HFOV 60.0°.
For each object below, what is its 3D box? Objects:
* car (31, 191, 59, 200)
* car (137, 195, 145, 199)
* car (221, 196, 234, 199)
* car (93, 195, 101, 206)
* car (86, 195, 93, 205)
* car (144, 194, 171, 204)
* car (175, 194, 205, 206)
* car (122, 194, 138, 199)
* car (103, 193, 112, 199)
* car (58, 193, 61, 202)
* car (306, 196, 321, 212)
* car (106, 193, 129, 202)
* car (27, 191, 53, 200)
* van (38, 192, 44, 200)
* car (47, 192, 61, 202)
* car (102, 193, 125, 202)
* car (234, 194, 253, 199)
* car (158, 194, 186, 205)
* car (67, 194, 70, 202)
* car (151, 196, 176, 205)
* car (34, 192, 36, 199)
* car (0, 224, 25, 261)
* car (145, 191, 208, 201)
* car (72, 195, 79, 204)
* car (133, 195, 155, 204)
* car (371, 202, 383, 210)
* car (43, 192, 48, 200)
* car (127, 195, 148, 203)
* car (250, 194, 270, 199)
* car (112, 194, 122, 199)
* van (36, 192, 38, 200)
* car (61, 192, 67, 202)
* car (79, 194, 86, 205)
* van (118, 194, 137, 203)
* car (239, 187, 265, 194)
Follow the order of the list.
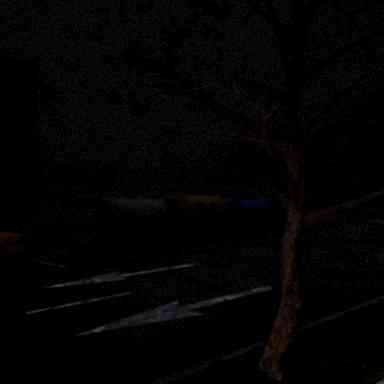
[{"bbox_3d":[-34.994,0.934,79.275,2.435,2.045,5.566,0,-1,35],"label":"car"},{"bbox_3d":[-2.953,1.215,33.062,2.002,1.452,4.674,1,-1,35],"label":"car"},{"bbox_3d":[6.597,1.599,49.065,2.185,1.767,4.553,1,-2,35],"label":"car"},{"bbox_3d":[-9.698,1.179,42.779,2.231,1.521,4.892,0,-1,35],"label":"car"},{"bbox_3d":[-11.399,1.208,45.189,2.163,1.488,4.792,1,-1,35],"label":"car"},{"bbox_3d":[-7.184,1.480,68.930,2.435,2.045,5.566,1,-2,35],"label":"car"},{"bbox_3d":[-0.287,1.477,58.999,2.435,2.045,5.566,1,-2,35],"label":"car"},{"bbox_3d":[-4.643,1.177,35.490,2.231,1.521,4.892,0,-1,35],"label":"car"},{"bbox_3d":[-7.913,1.177,40.509,1.946,1.575,5.366,0,-1,35],"label":"car"},{"bbox_3d":[-19.813,1.213,57.396,2.163,1.488,4.792,0,-1,35],"label":"car"},{"bbox_3d":[13.490,1.470,39.141,2.435,2.045,5.566,1,-2,35],"label":"car"},{"bbox_3d":[-19.269,1.480,86.256,2.435,2.045,5.566,1,-2,35],"label":"car"},{"bbox_3d":[-38.386,0.933,84.083,2.435,2.045,5.566,1,-1,35],"label":"car"},{"bbox_3d":[-30.008,0.958,71.858,1.878,1.987,4.442,1,-1,35],"label":"van"},{"bbox_3d":[-24.902,1.059,64.638,2.185,1.767,4.553,0,-1,35],"label":"car"},{"bbox_3d":[-20.980,1.482,88.794,2.435,2.045,5.566,1,-2,35],"label":"car"},{"bbox_3d":[8.328,1.599,46.582,2.185,1.767,4.553,1,-2,35],"label":"car"},{"bbox_3d":[-3.775,1.476,63.916,2.435,2.045,5.566,1,-2,35],"label":"car"},{"bbox_3d":[-16.451,1.181,52.511,2.097,1.535,5.008,1,-1,35],"label":"car"},{"bbox_3d":[-5.590,1.718,66.263,1.946,1.575,5.366,1,-2,35],"label":"car"},{"bbox_3d":[-33.307,0.934,76.843,2.435,2.045,5.566,0,-1,35],"label":"car"},{"bbox_3d":[-7.526,1.448,10.751,5.366,1.575,1.946,-1,0,35],"label":"car"},{"bbox_3d":[-1.270,0.922,30.608,2.435,2.045,5.566,1,-1,35],"label":"car"},{"bbox_3d":[-14.861,1.174,49.922,1.946,1.575,5.366,1,-1,35],"label":"car"},{"bbox_3d":[-10.671,1.604,73.845,2.185,1.767,4.553,1,-2,35],"label":"car"},{"bbox_3d":[22.935,1.579,37.492,1.895,1.301,4.718,2,2,-35],"label":"car"},{"bbox_3d":[-26.576,1.186,67.098,2.231,1.521,4.892,1,-1,35],"label":"car"},{"bbox_3d":[-12.405,1.605,76.328,2.185,1.767,4.553,1,-2,35],"label":"car"},{"bbox_3d":[10.011,1.595,44.052,2.185,1.767,4.553,1,-2,35],"label":"car"},{"bbox_3d":[-6.344,1.050,37.901,2.185,1.767,4.553,0,-1,35],"label":"car"},{"bbox_3d":[-31.695,0.958,74.289,1.878,1.987,4.442,1,-1,35],"label":"van"},{"bbox_3d":[-18.234,1.176,54.784,1.946,1.575,5.366,1,-1,35],"label":"car"},{"bbox_3d":[-13.067,1.180,47.642,2.097,1.535,5.008,0,-1,35],"label":"car"},{"bbox_3d":[-15.753,1.511,81.415,1.878,1.987,4.442,1,-2,35],"label":"van"},{"bbox_3d":[10.085,-0.068,56.203,1.882,1.535,5.008,2,3,-34],"label":"car"}]
